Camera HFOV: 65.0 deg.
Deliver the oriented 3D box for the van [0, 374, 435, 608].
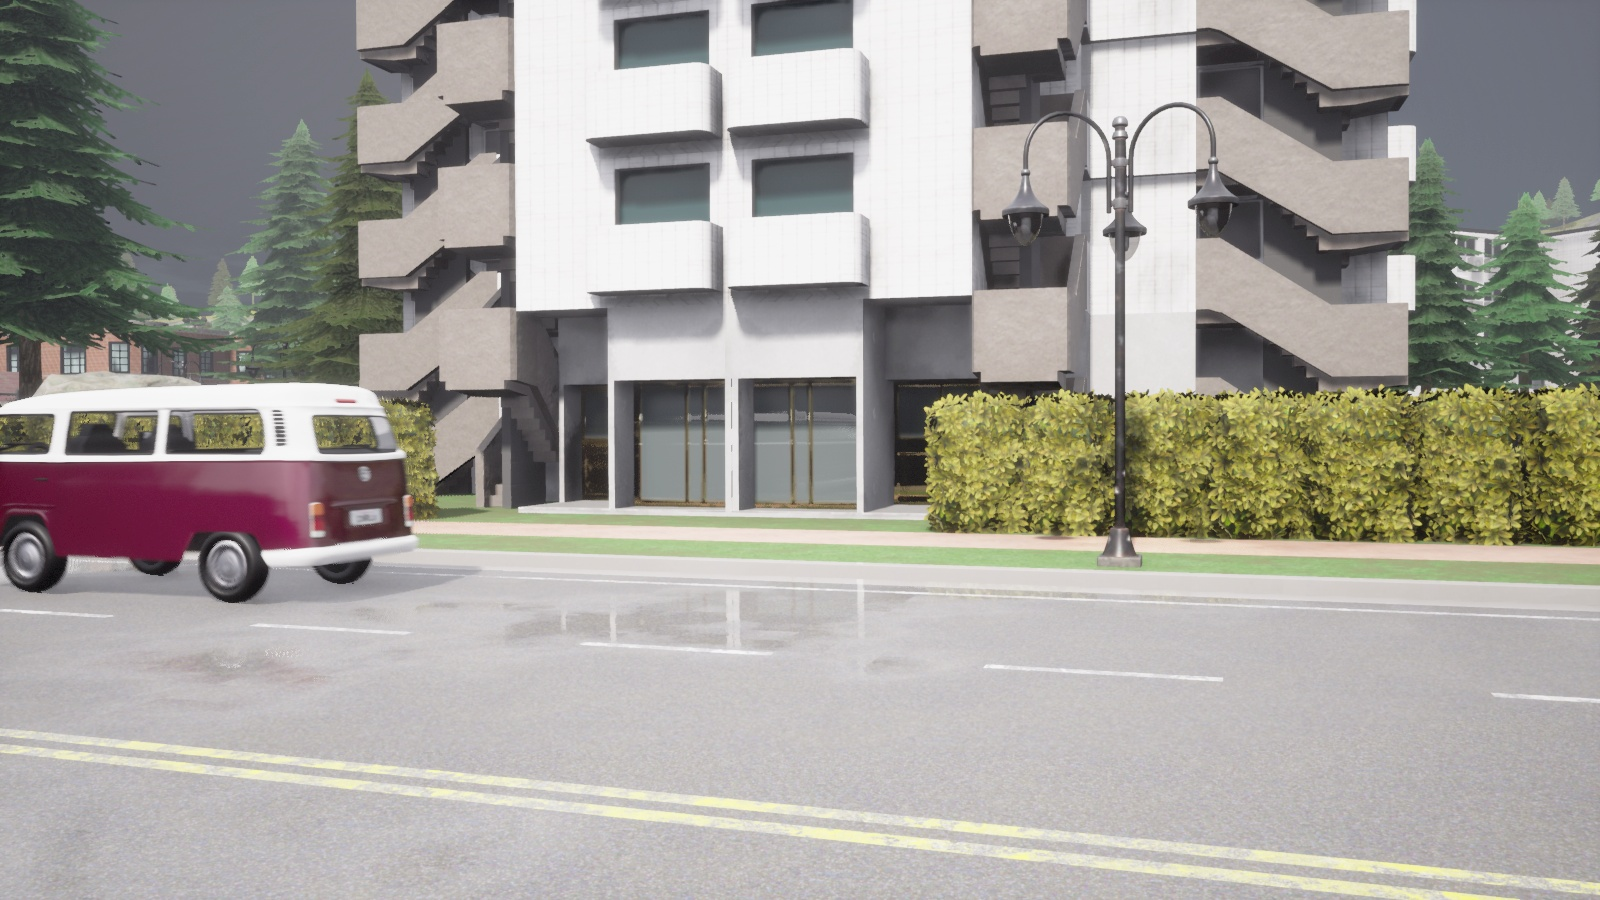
[{"bbox_3d":[-6.209,0.324,12.660,4.480,2.038,2.069,1,1,19],"label":"van"}]
